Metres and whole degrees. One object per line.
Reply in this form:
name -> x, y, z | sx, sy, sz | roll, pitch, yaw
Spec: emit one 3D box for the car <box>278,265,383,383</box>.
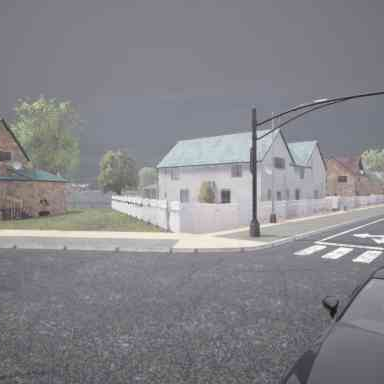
car -> 2.517, 1.524, 3.390 | 1.812, 1.442, 4.674 | 0, 0, 42
